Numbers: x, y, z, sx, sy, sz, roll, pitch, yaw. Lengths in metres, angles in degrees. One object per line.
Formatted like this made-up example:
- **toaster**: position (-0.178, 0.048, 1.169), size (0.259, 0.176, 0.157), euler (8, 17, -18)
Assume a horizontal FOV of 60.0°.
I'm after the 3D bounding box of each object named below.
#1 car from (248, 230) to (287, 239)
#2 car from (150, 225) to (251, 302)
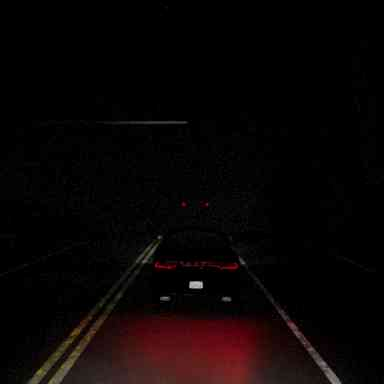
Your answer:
- **car**: position (5.761, 4.054, 28.785), size (4.892, 1.490, 1.837), euler (-5, -13, 21)
- **car**: position (0.081, 1.594, 8.598), size (1.882, 1.535, 5.008), euler (1, -1, 0)
